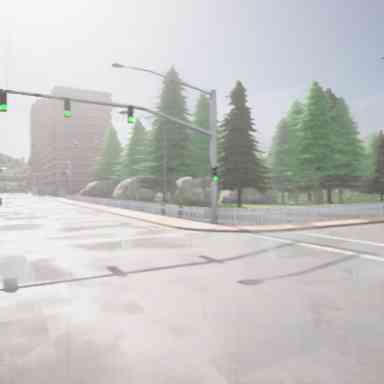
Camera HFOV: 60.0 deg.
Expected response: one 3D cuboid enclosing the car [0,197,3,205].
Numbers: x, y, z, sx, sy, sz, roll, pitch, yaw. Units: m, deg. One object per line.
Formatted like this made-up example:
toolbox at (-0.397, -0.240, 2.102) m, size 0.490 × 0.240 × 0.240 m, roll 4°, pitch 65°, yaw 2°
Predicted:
car at (-28.656, 1.245, 48.482) m, size 1.994 × 1.385 × 4.181 m, roll -1°, pitch 1°, yaw -29°
